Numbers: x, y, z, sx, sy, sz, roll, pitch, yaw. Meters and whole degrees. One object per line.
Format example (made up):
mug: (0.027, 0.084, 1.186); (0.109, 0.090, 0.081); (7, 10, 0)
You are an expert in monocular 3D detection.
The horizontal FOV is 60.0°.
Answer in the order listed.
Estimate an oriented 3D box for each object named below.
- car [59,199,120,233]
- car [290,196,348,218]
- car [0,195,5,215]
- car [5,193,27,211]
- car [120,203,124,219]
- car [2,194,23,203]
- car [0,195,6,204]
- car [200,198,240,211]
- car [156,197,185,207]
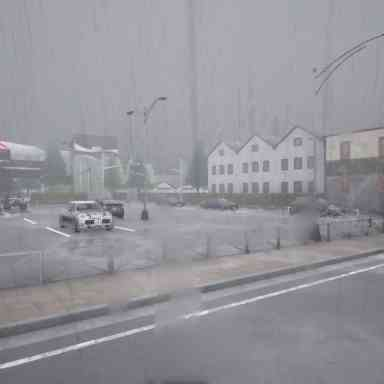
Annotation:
car: (-5.654, 1.248, 17.647); (1.970, 1.475, 3.806); (0, 0, -36)
car: (10.481, 1.175, 27.689); (2.097, 1.767, 4.553); (0, 0, -35)
car: (-18.256, 1.113, 29.604); (1.932, 1.855, 4.605); (0, 0, -36)
car: (-20.168, 1.092, 37.914); (1.905, 1.878, 3.866); (0, 0, -36)
car: (-6.783, 1.313, 25.511); (2.007, 1.523, 4.514); (0, 0, -36)
car: (-39.301, 1.328, 72.998); (3.866, 1.878, 1.905); (0, 0, -36)
car: (-39.529, 1.495, 65.869); (4.611, 1.667, 2.242); (0, 0, -36)
car: (3.032, 1.371, 38.146); (2.033, 1.411, 5.357); (0, 0, -35)
car: (-3.111, 1.371, 46.836); (2.033, 1.411, 5.357); (0, 0, -35)
